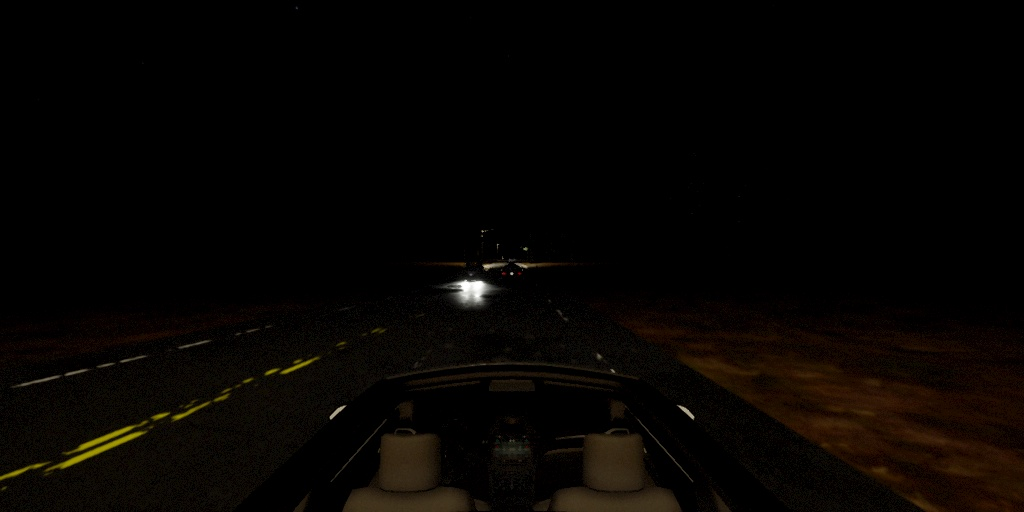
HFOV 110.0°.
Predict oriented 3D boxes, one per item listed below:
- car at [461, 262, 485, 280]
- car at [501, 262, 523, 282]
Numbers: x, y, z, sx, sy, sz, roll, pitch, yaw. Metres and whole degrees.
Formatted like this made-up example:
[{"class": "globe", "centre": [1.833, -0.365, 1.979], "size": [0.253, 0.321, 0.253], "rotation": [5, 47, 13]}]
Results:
[{"class": "car", "centre": [-3.513, 1.345, 33.107], "size": [2.128, 1.511, 4.902], "rotation": [0, 0, 0]}, {"class": "car", "centre": [-0.011, 1.455, 30.689], "size": [2.033, 1.411, 5.357], "rotation": [0, 0, 0]}]
